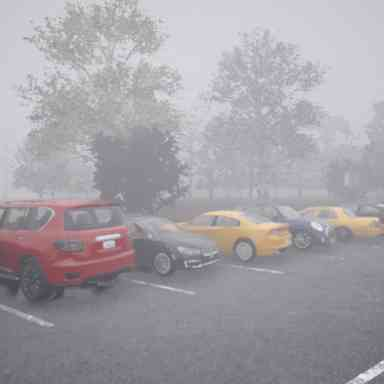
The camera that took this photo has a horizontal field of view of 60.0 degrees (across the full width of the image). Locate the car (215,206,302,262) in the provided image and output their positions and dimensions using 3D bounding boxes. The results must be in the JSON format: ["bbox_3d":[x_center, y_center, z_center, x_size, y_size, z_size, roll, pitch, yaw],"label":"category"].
[{"bbox_3d":[0.971,1.418,11.843,5.008,1.535,2.097,-1,0,35],"label":"car"}]

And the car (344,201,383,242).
[{"bbox_3d":[5.708,1.335,15.329,5.366,1.575,1.946,-1,0,35],"label":"car"}]

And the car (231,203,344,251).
[{"bbox_3d":[3.388,1.252,13.561,4.553,1.767,2.185,-1,0,35],"label":"car"}]

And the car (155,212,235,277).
[{"bbox_3d":[-1.470,1.454,10.154,4.892,1.521,2.231,-1,-1,35],"label":"car"}]

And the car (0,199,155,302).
[{"bbox_3d":[-3.929,1.227,8.446,5.566,2.045,2.435,-1,0,34],"label":"car"}]
